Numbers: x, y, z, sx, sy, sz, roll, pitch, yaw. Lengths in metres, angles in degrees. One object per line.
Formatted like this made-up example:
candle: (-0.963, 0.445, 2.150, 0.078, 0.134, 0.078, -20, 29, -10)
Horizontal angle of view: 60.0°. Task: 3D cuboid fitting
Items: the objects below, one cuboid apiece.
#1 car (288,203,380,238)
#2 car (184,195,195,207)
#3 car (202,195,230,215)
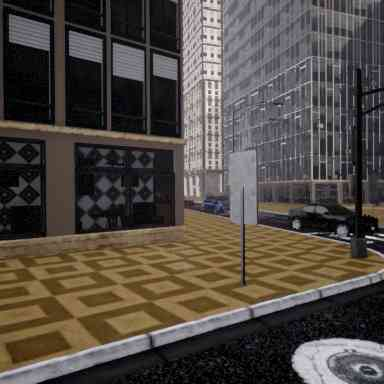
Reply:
car: (7.212, 1.354, 17.447, 1.882, 1.535, 5.008, -1, 1, -25)
car: (-1.128, 1.102, 40.763, 1.994, 1.385, 4.181, -1, 1, -18)
car: (2.528, 1.049, 29.845, 2.097, 1.767, 4.553, -1, 1, -19)
